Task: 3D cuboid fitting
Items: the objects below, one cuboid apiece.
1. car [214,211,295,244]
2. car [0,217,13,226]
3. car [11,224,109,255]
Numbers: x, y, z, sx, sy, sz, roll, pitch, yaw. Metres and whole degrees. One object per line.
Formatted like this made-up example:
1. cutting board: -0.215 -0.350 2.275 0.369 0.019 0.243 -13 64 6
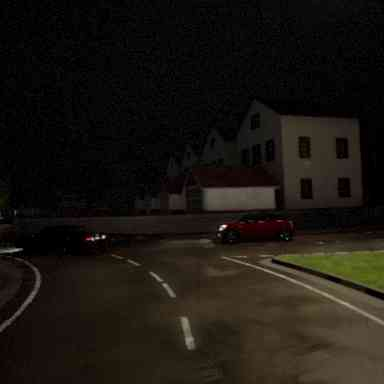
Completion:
1. car: 3.573 1.978 19.560 4.553 1.767 2.097 -2 -2 -2
2. car: -30.398 4.754 54.769 1.994 1.385 4.181 -1 -2 -17
3. car: -7.015 2.495 17.873 5.357 1.411 2.033 -3 -2 26
